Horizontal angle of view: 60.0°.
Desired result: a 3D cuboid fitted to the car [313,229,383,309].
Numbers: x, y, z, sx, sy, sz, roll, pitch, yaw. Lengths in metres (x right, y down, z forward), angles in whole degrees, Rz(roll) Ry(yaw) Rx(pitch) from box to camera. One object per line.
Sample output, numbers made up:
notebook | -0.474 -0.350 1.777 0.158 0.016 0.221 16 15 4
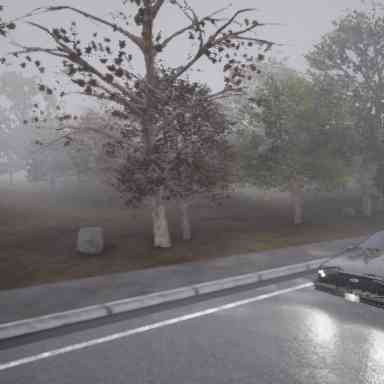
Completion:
car | 5.085 1.532 7.607 5.357 1.411 2.033 0 0 -35
